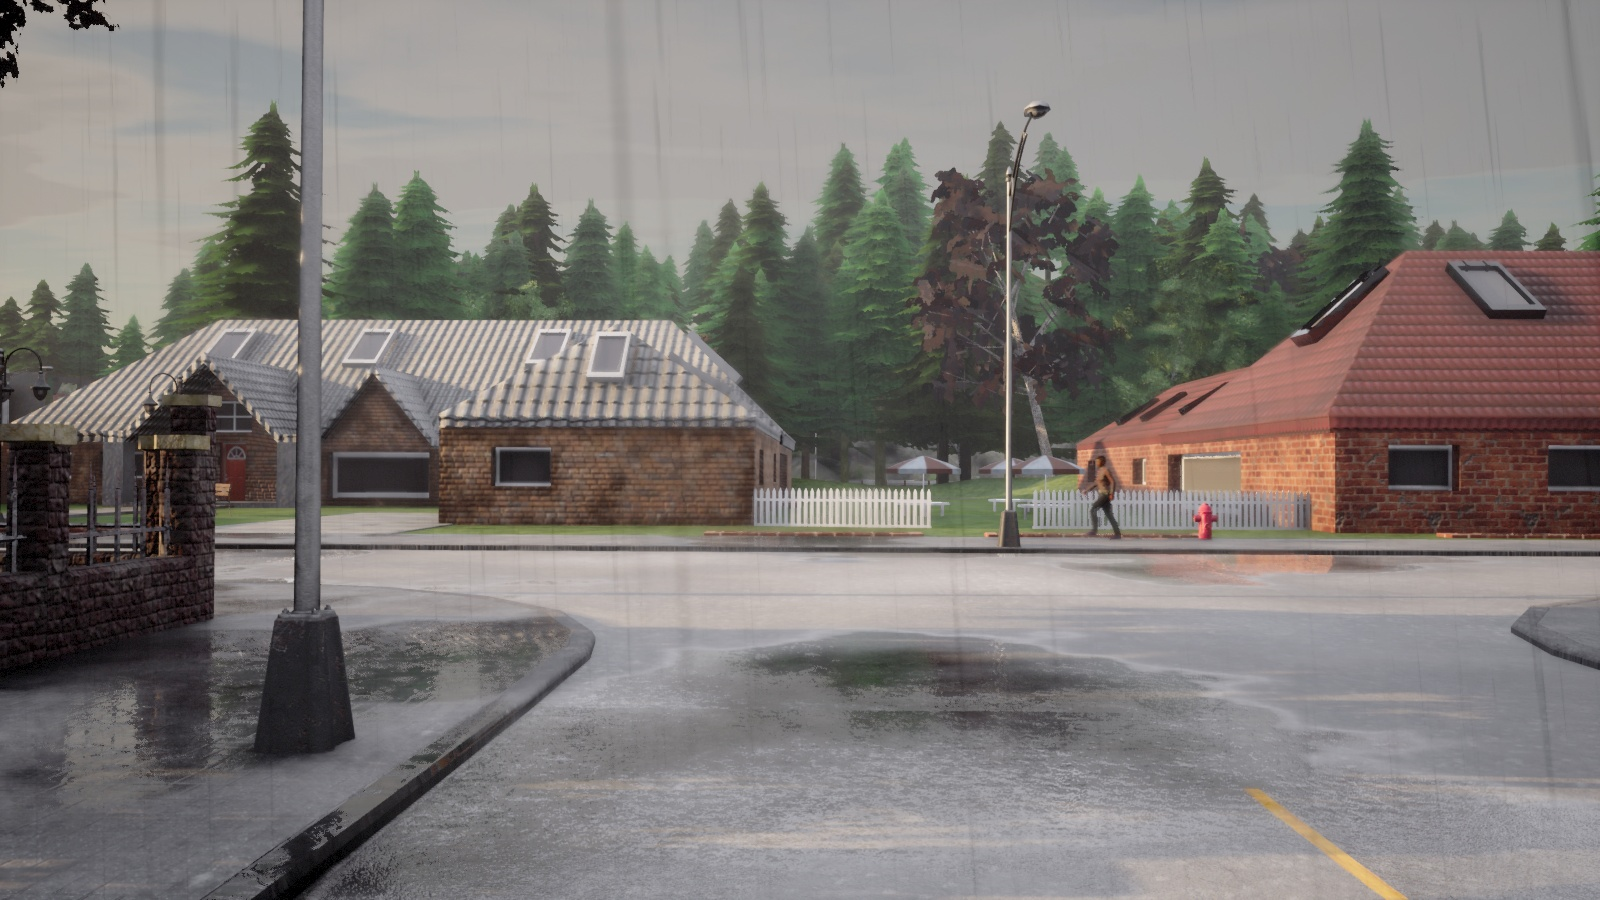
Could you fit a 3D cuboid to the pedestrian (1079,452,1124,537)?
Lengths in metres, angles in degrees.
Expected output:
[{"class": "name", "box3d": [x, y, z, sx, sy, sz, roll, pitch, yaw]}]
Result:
[{"class": "pedestrian", "box3d": [6.422, 0.939, 26.768, 0.869, 1.805, 0.328, 0, -1, 0]}]
